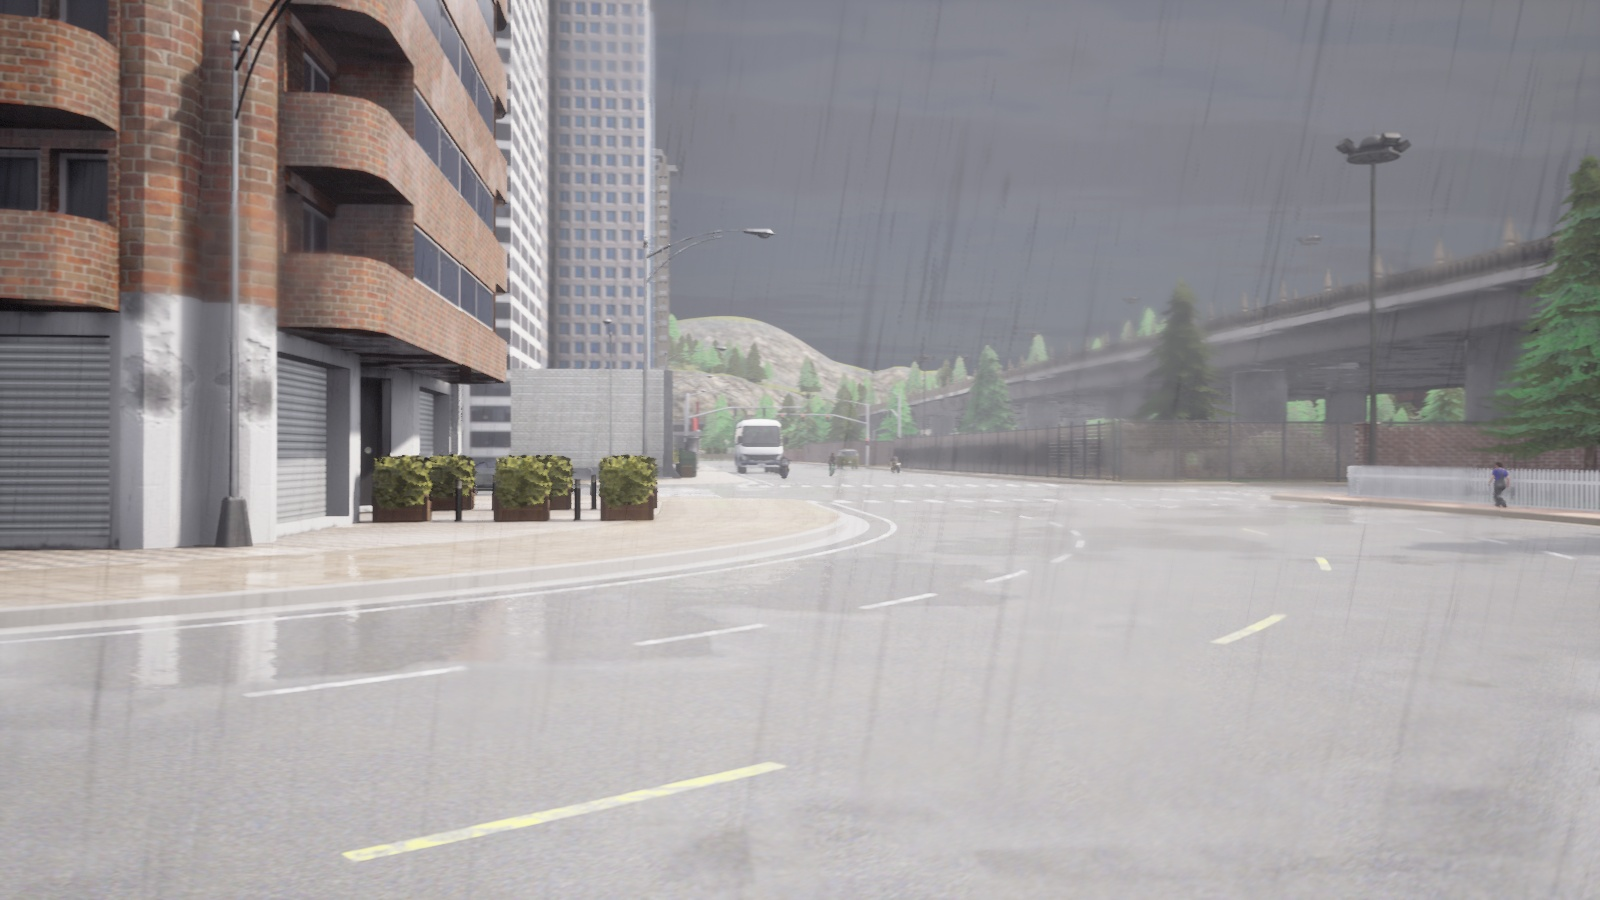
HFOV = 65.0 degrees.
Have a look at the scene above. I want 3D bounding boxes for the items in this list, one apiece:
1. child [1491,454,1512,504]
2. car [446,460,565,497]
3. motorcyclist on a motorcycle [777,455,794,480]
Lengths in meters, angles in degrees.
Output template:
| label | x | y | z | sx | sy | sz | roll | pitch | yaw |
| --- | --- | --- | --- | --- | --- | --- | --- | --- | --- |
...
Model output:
| label | x | y | z | sx | sy | sz | roll | pitch | yaw |
| --- | --- | --- | --- | --- | --- | --- | --- | --- | --- |
| child | 17.851 | 0.742 | 31.945 | 0.270 | 1.263 | 0.437 | 0 | 0 | -5 |
| car | -11.182 | 1.070 | 47.951 | 4.181 | 1.385 | 1.994 | 0 | 0 | -6 |
| motorcyclist on a motorcycle | -0.902 | 1.056 | 76.146 | 0.866 | 1.530 | 2.191 | 0 | 0 | -6 |
